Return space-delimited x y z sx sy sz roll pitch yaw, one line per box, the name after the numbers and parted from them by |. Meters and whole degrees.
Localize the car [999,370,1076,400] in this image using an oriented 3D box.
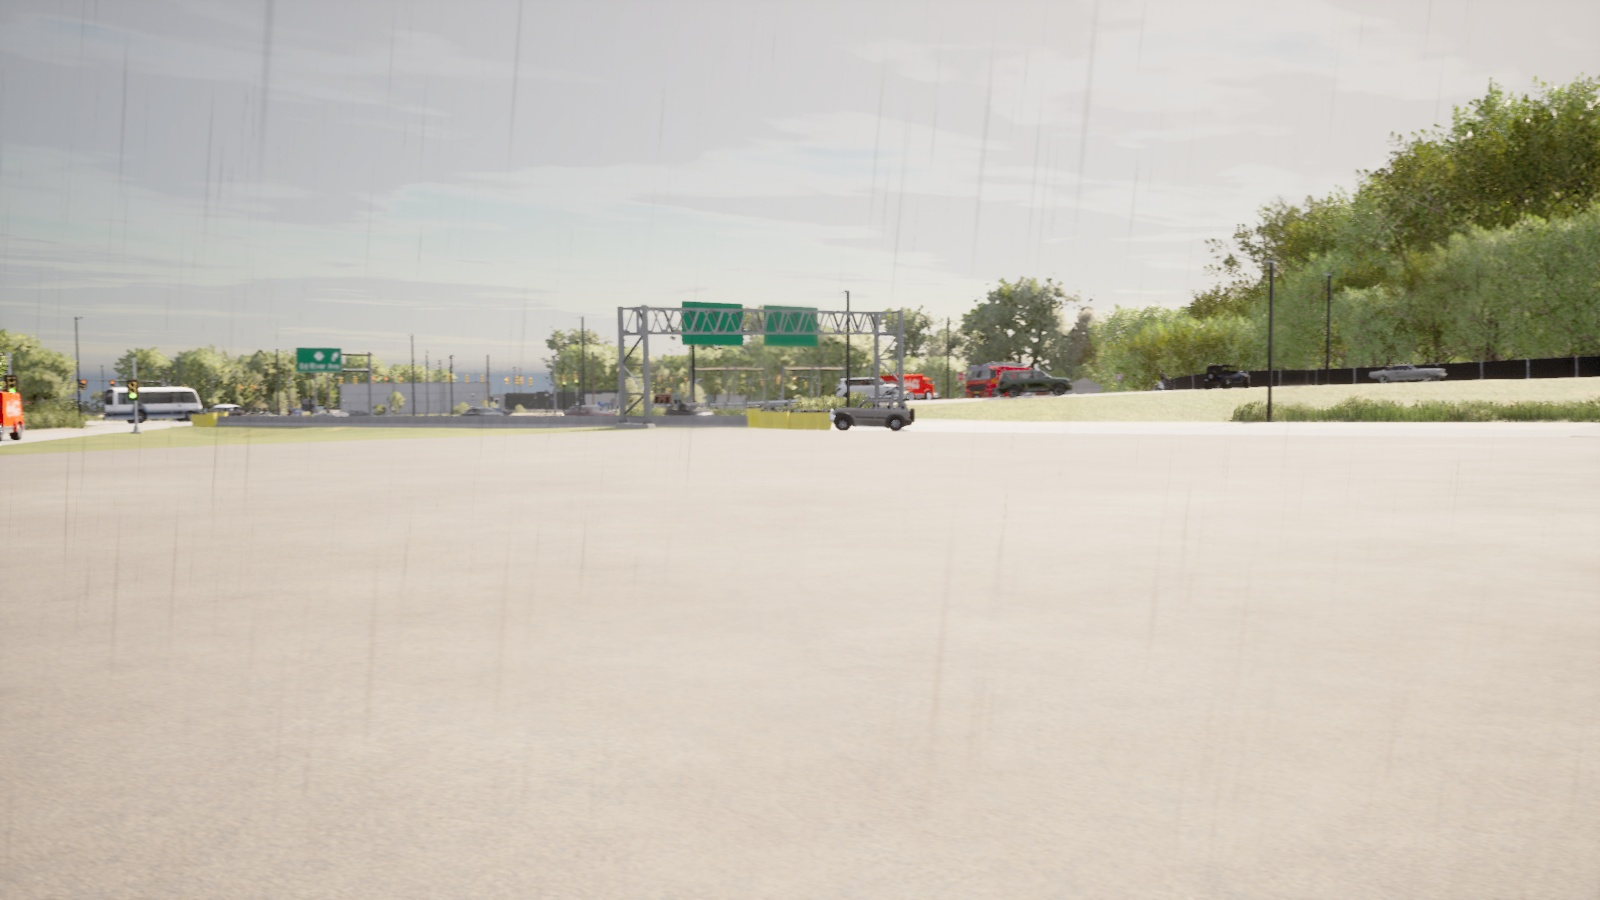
17.712 -4.865 93.984 5.566 2.045 2.150 -2 3 9 | car

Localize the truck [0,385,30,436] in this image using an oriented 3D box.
-40.467 -1.970 62.422 2.627 2.467 5.204 -1 2 -19 | truck

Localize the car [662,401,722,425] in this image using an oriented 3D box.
-7.369 -2.535 85.624 3.988 1.617 1.851 2 4 44 | car

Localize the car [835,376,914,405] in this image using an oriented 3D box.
5.730 -4.569 96.381 5.566 2.045 2.150 -1 3 19 | car

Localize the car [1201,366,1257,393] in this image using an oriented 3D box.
32.096 -5.278 93.955 3.866 1.878 1.905 -3 3 -32 | car

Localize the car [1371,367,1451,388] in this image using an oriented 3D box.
42.822 -5.071 88.080 4.718 1.301 1.895 0 3 42 | car

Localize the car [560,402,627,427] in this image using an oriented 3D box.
-14.427 -2.492 87.509 4.856 1.649 2.033 2 4 44 | car

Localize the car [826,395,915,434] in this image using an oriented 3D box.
3.819 -1.870 67.368 4.605 1.855 1.932 3 1 6 | car
